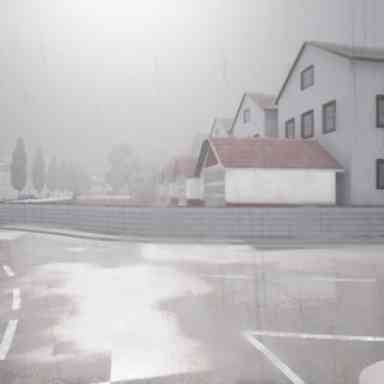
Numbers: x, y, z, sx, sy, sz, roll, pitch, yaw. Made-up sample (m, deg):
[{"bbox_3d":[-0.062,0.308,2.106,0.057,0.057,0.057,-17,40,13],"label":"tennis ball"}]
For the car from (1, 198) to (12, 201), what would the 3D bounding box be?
[{"bbox_3d":[-31.575,1.790,56.888,1.994,1.385,4.181,0,0,-11],"label":"car"}]

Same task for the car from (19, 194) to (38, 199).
[{"bbox_3d":[-28.088,1.436,57.290,2.150,2.045,5.566,0,0,-11],"label":"car"}]
